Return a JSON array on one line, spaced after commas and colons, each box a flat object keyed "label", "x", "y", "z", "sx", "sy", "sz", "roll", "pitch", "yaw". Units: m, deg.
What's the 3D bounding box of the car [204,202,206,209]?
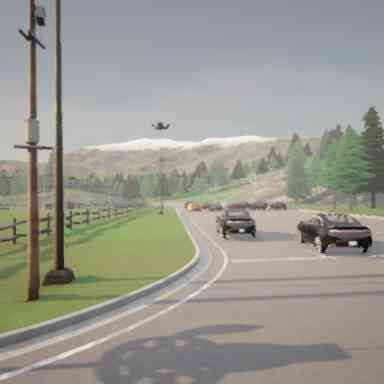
[{"label": "car", "x": 3.173, "y": 2.662, "z": 65.137, "sx": 2.033, "sy": 1.411, "sz": 5.357, "roll": -1, "pitch": -1, "yaw": -4}]

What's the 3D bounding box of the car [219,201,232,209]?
[{"label": "car", "x": 6.626, "y": 2.603, "z": 65.563, "sx": 1.812, "sy": 1.442, "sz": 4.674, "roll": -1, "pitch": -1, "yaw": -4}]

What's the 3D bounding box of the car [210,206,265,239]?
[{"label": "car", "x": 2.500, "y": 1.812, "z": 19.605, "sx": 2.128, "sy": 1.511, "sz": 4.902, "roll": -1, "pitch": -1, "yaw": -2}]

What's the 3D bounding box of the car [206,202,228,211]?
[{"label": "car", "x": 3.956, "y": 2.464, "z": 54.506, "sx": 2.033, "sy": 1.411, "sz": 5.357, "roll": -1, "pitch": -1, "yaw": -4}]

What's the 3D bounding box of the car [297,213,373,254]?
[{"label": "car", "x": 5.937, "y": 1.675, "z": 14.421, "sx": 2.128, "sy": 1.511, "sz": 4.902, "roll": -1, "pitch": -1, "yaw": 3}]

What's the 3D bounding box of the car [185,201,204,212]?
[{"label": "car", "x": 0.412, "y": 2.451, "z": 55.054, "sx": 1.882, "sy": 1.535, "sz": 5.008, "roll": -1, "pitch": -1, "yaw": -4}]

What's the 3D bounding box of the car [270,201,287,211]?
[{"label": "car", "x": 14.388, "y": 2.308, "z": 55.834, "sx": 1.837, "sy": 1.490, "sz": 4.892, "roll": -1, "pitch": -1, "yaw": -4}]

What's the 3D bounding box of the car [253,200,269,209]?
[{"label": "car", "x": 13.621, "y": 2.468, "z": 65.865, "sx": 1.882, "sy": 1.535, "sz": 5.008, "roll": -1, "pitch": -1, "yaw": -4}]

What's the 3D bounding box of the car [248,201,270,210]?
[{"label": "car", "x": 10.902, "y": 2.347, "z": 55.523, "sx": 1.837, "sy": 1.490, "sz": 4.892, "roll": -1, "pitch": -1, "yaw": -4}]

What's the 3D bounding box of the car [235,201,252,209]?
[{"label": "car", "x": 10.120, "y": 2.526, "z": 65.760, "sx": 2.128, "sy": 1.511, "sz": 4.902, "roll": -1, "pitch": -1, "yaw": -4}]

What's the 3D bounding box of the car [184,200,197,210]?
[{"label": "car", "x": -0.351, "y": 2.511, "z": 65.008, "sx": 2.097, "sy": 1.767, "sz": 4.553, "roll": -1, "pitch": -1, "yaw": -4}]

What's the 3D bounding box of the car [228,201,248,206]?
[{"label": "car", "x": 7.420, "y": 2.360, "z": 55.122, "sx": 1.882, "sy": 1.535, "sz": 5.008, "roll": -1, "pitch": -1, "yaw": -4}]
